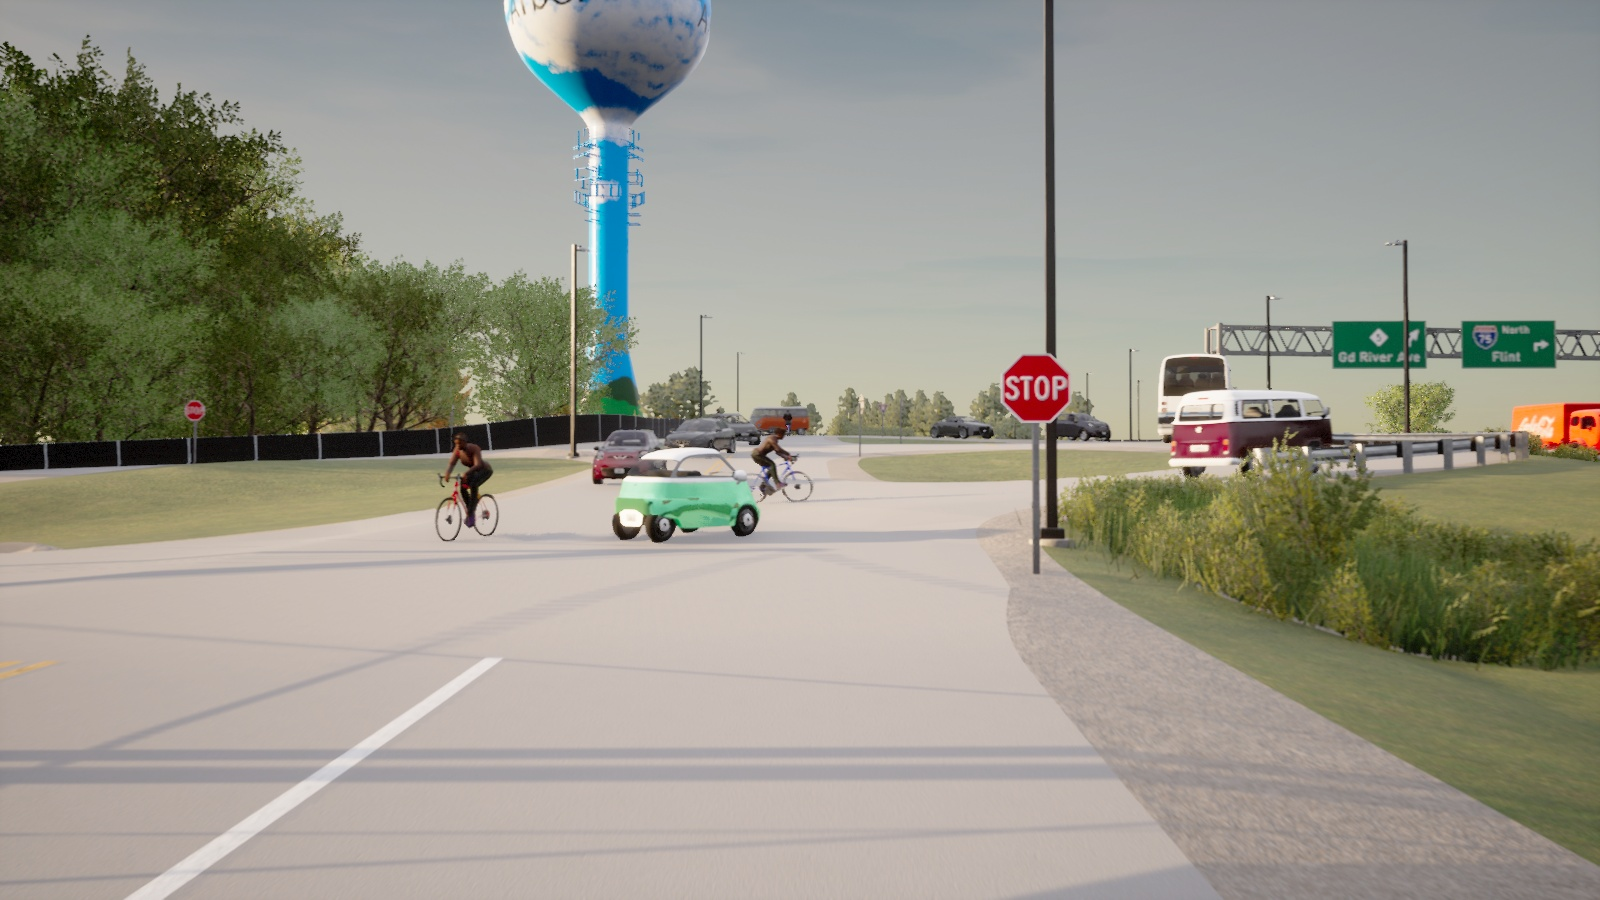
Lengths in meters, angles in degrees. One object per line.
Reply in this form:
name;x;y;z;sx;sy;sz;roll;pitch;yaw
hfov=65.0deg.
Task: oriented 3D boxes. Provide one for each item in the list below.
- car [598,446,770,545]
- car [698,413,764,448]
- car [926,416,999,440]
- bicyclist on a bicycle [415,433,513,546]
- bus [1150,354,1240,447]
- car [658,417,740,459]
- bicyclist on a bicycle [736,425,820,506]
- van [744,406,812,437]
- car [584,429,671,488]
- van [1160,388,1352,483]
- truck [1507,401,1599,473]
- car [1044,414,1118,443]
car;-1.746;0.646;19.164;1.481;1.376;2.207;1;1;41
car;-3.353;-0.976;60.499;1.789;1.549;3.705;-2;3;-28
car;9.650;-1.306;74.768;1.994;1.385;4.181;0;1;-34
bicyclist on a bicycle;-5.052;0.555;18.997;0.582;1.620;1.656;0;1;20
bus;19.988;-2.433;63.139;3.944;4.253;10.273;1;2;19
car;-4.039;-0.512;51.044;1.837;1.490;4.892;0;3;14
bicyclist on a bicycle;-0.455;0.337;26.359;1.656;1.620;0.582;-2;-4;6
van;-1.476;-1.915;84.332;4.442;1.987;1.775;-1;2;-40
car;-4.825;0.202;35.563;1.845;1.501;3.633;0;2;2
van;10.668;-0.366;29.267;4.480;2.038;2.069;-3;0;-38
truck;28.702;-0.448;46.120;2.627;2.467;5.204;0;0;1
car;14.830;-1.159;66.484;1.845;1.501;3.633;0;1;-30
